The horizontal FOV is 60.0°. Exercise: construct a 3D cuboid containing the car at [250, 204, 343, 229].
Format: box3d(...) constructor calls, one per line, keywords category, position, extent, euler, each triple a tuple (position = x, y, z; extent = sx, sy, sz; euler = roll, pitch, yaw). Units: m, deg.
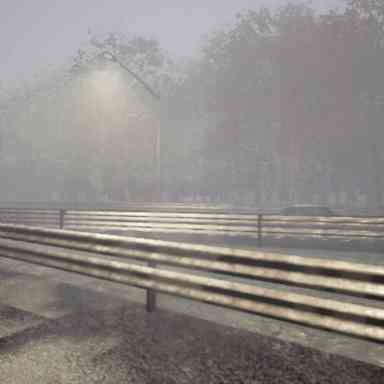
box3d(category="car", position=(5.645, 1.494, 18.335), extent=(4.856, 1.649, 2.033), euler=(0, 0, 19))
